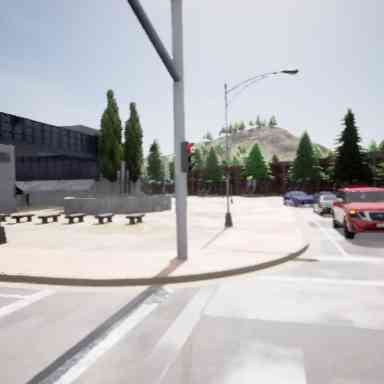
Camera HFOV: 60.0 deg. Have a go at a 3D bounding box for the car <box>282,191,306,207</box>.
[{"bbox_3d":[10.960,0.689,34.691,1.882,1.535,5.008,-1,1,-3],"label":"car"}]

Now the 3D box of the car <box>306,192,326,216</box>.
[{"bbox_3d":[10.098,0.932,24.682,2.033,1.411,5.357,-1,1,12],"label":"car"}]

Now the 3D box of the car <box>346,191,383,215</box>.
[{"bbox_3d":[13.751,0.778,25.728,2.128,1.511,4.902,-1,1,9],"label":"car"}]

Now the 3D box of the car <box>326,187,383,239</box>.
[{"bbox_3d":[7.633,0.812,14.818,2.150,2.045,5.566,-1,1,15],"label":"car"}]

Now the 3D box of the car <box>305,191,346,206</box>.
[{"bbox_3d":[14.416,0.656,36.351,2.033,1.411,5.357,-1,1,-5],"label":"car"}]
